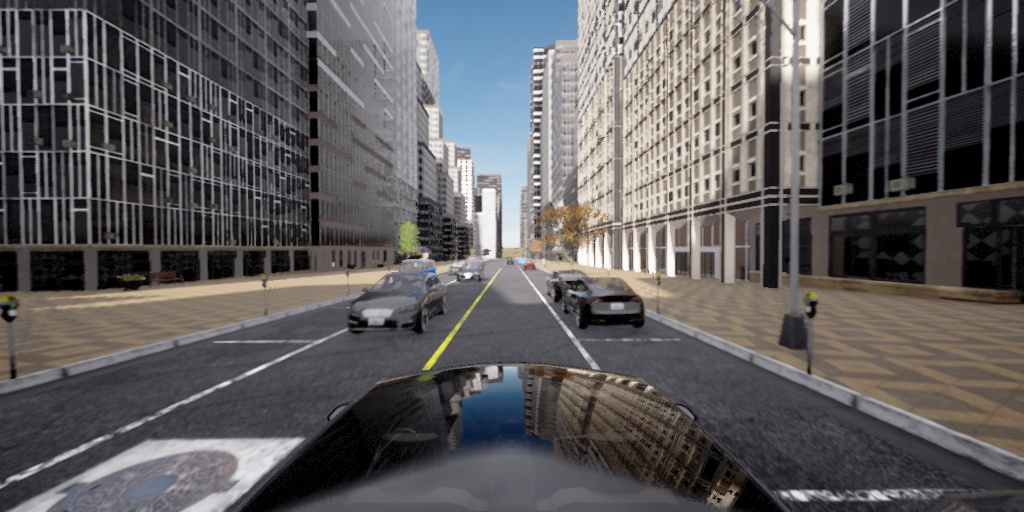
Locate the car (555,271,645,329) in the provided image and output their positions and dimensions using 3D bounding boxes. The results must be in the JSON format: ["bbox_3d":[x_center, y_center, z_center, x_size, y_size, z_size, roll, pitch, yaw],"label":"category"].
[{"bbox_3d":[2.658,1.300,11.091,1.948,1.339,4.313,0,0,0],"label":"car"}]

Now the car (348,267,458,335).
[{"bbox_3d":[-3.132,1.250,10.700,2.128,1.511,4.902,0,0,0],"label":"car"}]

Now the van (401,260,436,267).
[{"bbox_3d":[-5.778,1.106,22.300,1.690,1.789,3.998,0,0,0],"label":"van"}]

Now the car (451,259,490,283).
[{"bbox_3d":[-3.162,1.246,28.311,2.128,1.511,4.902,0,0,0],"label":"car"}]

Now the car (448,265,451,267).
[{"bbox_3d":[-5.861,1.318,39.174,2.007,1.370,4.403,0,0,0],"label":"car"}]

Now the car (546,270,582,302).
[{"bbox_3d":[2.630,1.298,16.716,1.948,1.339,4.313,0,0,0],"label":"car"}]

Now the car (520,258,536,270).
[{"bbox_3d":[2.465,1.322,50.466,1.802,1.307,4.207,0,0,0],"label":"car"}]
